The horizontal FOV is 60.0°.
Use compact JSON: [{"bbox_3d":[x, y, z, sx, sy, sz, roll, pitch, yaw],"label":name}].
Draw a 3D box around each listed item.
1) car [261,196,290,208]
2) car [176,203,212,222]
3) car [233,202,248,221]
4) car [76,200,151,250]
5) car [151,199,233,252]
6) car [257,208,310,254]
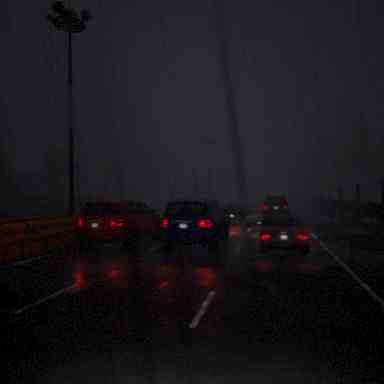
[{"bbox_3d":[7.139,1.335,28.398,2.150,2.045,5.566,-1,0,13],"label":"car"},{"bbox_3d":[0.324,1.765,29.971,2.033,1.411,5.357,-1,0,13],"label":"car"},{"bbox_3d":[3.802,1.677,29.467,1.837,1.490,4.892,-1,0,13],"label":"car"},{"bbox_3d":[-3.108,1.371,15.399,2.150,2.045,5.566,-1,0,13],"label":"car"},{"bbox_3d":[0.298,1.321,14.593,2.150,2.045,5.566,-1,0,13],"label":"car"},{"bbox_3d":[3.704,1.602,13.767,2.033,1.411,5.357,-1,0,13],"label":"car"}]
